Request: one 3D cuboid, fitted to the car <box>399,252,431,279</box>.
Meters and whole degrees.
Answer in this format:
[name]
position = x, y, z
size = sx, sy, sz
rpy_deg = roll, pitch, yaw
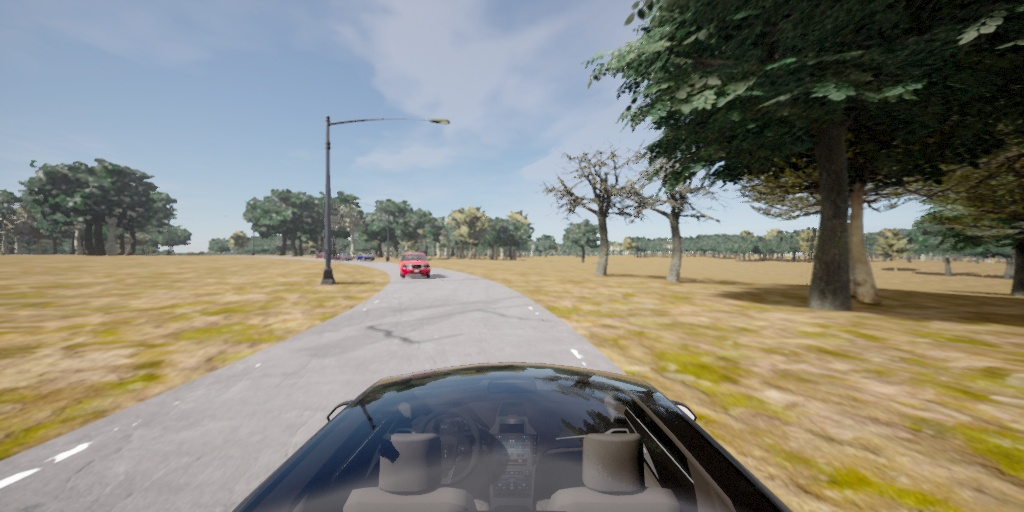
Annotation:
[car]
position = -7.904, 0.719, 29.034
size = 2.150, 2.045, 5.566
rpy_deg = 0, 1, -19
